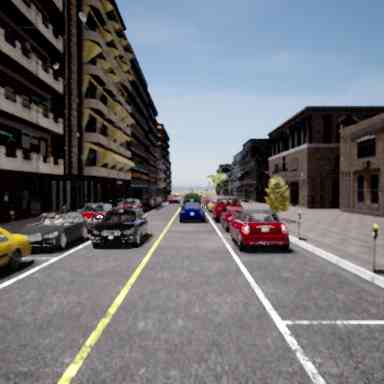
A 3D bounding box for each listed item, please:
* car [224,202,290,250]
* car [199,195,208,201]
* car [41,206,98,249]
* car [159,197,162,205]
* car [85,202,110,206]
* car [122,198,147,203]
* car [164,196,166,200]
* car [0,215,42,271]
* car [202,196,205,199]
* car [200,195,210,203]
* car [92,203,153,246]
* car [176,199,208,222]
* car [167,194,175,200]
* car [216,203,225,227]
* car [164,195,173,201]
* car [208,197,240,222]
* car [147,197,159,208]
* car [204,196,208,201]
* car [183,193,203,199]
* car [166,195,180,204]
[{"bbox_3d":[2.677,1.408,14.095,1.967,1.590,4.097,-1,0,0],"label":"car"},{"bbox_3d":[2.540,1.397,76.544,1.887,1.381,4.507,-1,0,0],"label":"car"},{"bbox_3d":[-5.744,1.525,14.106,2.008,1.369,4.403,-1,0,0],"label":"car"},{"bbox_3d":[-5.787,1.452,48.170,1.887,1.381,4.507,-1,0,0],"label":"car"},{"bbox_3d":[-5.720,1.403,19.783,1.967,1.590,4.097,-1,0,0],"label":"car"},{"bbox_3d":[-5.763,1.380,31.138,1.967,1.590,4.097,-1,0,0],"label":"car"},{"bbox_3d":[-5.798,1.448,53.848,2.008,1.369,4.403,-1,0,0],"label":"car"},{"bbox_3d":[-5.787,1.512,8.258,1.752,1.417,4.829,-1,0,0],"label":"car"},{"bbox_3d":[2.604,1.494,42.481,1.802,1.307,4.206,-1,0,0],"label":"car"},{"bbox_3d":[2.561,1.396,65.360,1.752,1.417,4.829,-1,0,0],"label":"car"},{"bbox_3d":[-3.115,1.474,15.161,1.837,1.490,4.892,0,0,0],"label":"car"},{"bbox_3d":[0.022,1.511,25.754,1.994,1.385,4.181,0,0,0],"label":"car"},{"bbox_3d":[-5.872,1.396,93.590,1.947,1.339,4.313,-1,0,0],"label":"car"},{"bbox_3d":[2.646,1.538,19.771,1.802,1.307,4.206,-1,0,0],"label":"car"},{"bbox_3d":[-5.851,1.393,82.235,1.887,1.381,4.507,-1,0,0],"label":"car"},{"bbox_3d":[2.632,1.260,25.448,2.192,1.841,5.009,-1,0,0],"label":"car"},{"bbox_3d":[-5.776,1.484,42.493,1.947,1.339,4.313,-1,0,0],"label":"car"},{"bbox_3d":[2.614,1.448,36.973,1.752,1.417,4.829,-1,0,0],"label":"car"},{"bbox_3d":[-0.001,1.137,42.858,2.150,2.045,5.566,0,0,0],"label":"car"},{"bbox_3d":[-3.141,1.487,59.221,1.895,1.301,4.718,0,0,0],"label":"car"}]
